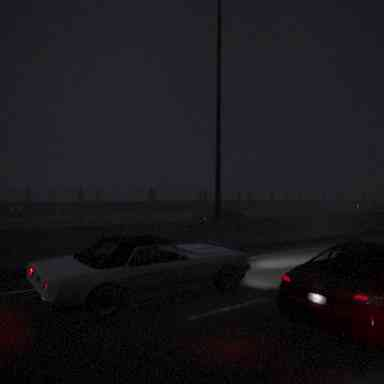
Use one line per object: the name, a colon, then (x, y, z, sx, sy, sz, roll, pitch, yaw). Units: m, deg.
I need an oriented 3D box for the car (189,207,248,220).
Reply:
car: (1.839, 1.710, 22.504, 4.181, 1.385, 1.994, 1, 0, -35)

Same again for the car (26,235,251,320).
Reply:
car: (-0.929, 1.635, 7.383, 4.718, 1.301, 1.895, 1, 0, -36)

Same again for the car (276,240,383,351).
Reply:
car: (3.556, 1.629, 6.286, 4.181, 1.385, 1.994, 1, 0, -36)

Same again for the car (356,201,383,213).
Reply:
car: (16.332, 1.778, 28.536, 5.008, 1.535, 1.882, 1, 0, -35)
